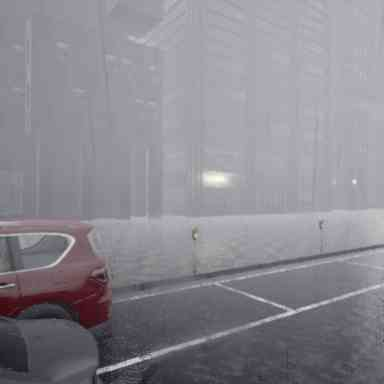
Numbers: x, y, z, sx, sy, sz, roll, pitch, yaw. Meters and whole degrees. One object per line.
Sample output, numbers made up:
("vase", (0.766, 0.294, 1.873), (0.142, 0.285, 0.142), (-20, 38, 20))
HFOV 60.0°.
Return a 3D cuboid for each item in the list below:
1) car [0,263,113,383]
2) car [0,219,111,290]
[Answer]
("car", (-2.795, 1.497, 1.372), (4.892, 1.490, 1.837), (1, -1, -35))
("car", (-3.494, 1.328, 4.141), (5.009, 1.841, 2.192), (1, -1, -35))
